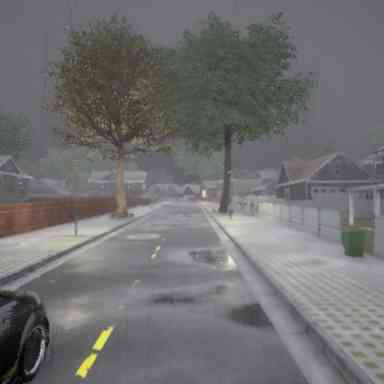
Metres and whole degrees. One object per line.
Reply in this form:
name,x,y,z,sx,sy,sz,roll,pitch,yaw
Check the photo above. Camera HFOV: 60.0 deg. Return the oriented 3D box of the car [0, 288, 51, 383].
car,-2.838,1.569,2.650,1.994,1.385,4.181,0,0,0
